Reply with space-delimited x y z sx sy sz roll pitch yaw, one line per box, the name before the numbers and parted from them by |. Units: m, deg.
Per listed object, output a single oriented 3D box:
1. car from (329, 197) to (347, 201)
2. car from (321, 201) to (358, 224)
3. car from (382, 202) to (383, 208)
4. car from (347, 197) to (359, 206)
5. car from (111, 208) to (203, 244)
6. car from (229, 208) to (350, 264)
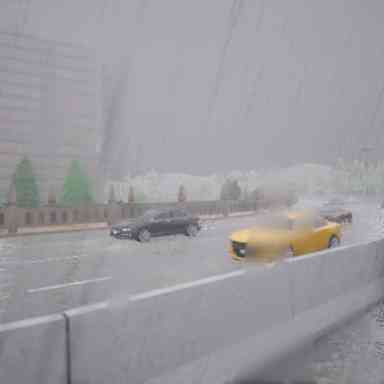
car | 21.903 1.608 50.423 1.837 1.490 4.892 0 0 21
car | 9.863 1.575 23.226 1.812 1.442 4.674 0 0 39
car | 27.775 1.641 46.238 1.994 1.385 4.181 0 0 23
car | 28.583 1.627 59.599 1.812 1.442 4.674 0 0 15
car | -1.623 1.558 16.442 4.892 1.490 1.837 0 0 -42
car | 3.377 1.506 11.559 5.008 1.535 1.882 0 0 -42
